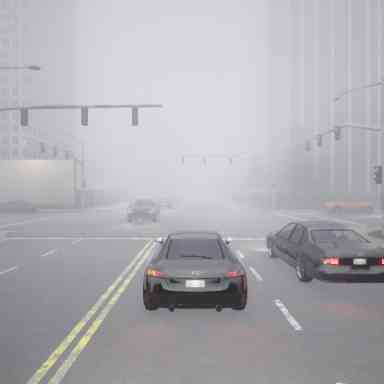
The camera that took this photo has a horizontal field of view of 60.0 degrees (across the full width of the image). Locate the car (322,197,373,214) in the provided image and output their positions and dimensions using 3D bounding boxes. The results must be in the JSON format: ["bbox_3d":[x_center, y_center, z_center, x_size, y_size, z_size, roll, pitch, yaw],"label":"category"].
[{"bbox_3d":[15.493,1.297,33.285,4.553,1.767,2.097,0,0,0],"label":"car"}]

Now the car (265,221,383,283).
[{"bbox_3d":[3.582,1.547,9.679,2.033,1.411,5.357,0,0,-1],"label":"car"}]

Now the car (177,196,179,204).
[{"bbox_3d":[-3.534,1.506,66.293,1.837,1.490,4.892,0,-1,0],"label":"car"}]

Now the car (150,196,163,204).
[{"bbox_3d":[-7.023,1.548,65.764,2.033,1.411,5.357,0,0,0],"label":"car"}]

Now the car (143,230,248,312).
[{"bbox_3d":[0.061,1.564,7.796,1.994,1.385,4.181,0,0,0],"label":"car"}]

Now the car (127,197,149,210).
[{"bbox_3d":[-7.107,1.491,44.322,2.128,1.511,4.902,0,0,0],"label":"car"}]

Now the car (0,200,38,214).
[{"bbox_3d":[-17.759,1.508,33.450,4.181,1.385,1.994,0,0,-1],"label":"car"}]

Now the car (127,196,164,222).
[{"bbox_3d":[-3.602,1.321,25.452,2.097,1.767,4.553,0,0,0],"label":"car"}]

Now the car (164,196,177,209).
[{"bbox_3d":[-3.601,1.492,45.337,2.128,1.511,4.902,0,0,0],"label":"car"}]
